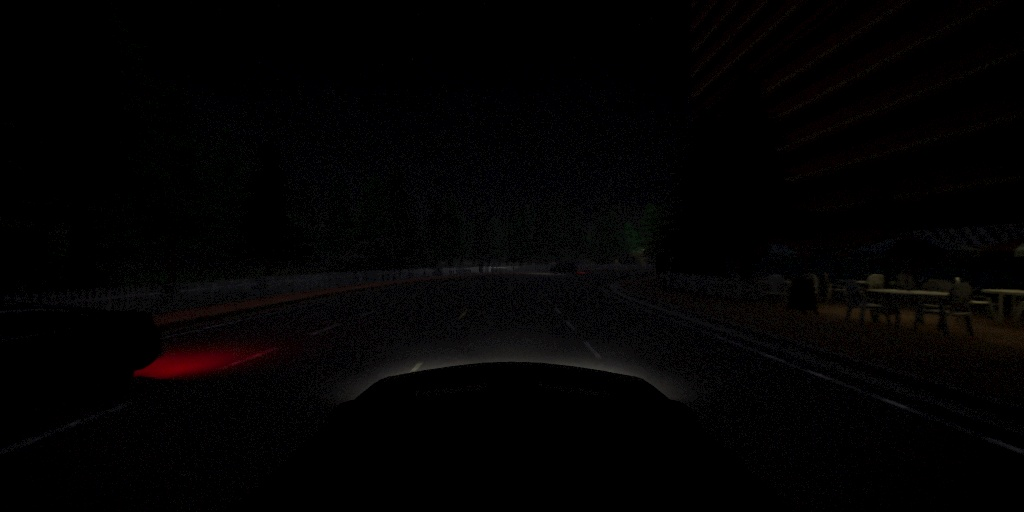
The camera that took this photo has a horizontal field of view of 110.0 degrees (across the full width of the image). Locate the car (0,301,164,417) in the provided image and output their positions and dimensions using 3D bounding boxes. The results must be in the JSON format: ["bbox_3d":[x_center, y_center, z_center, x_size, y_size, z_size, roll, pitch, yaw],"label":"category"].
[{"bbox_3d":[-6.632,1.315,3.714,2.128,1.511,4.902,0,0,2],"label":"car"}]

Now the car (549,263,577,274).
[{"bbox_3d":[7.221,1.700,50.405,1.837,1.490,4.892,-4,-3,45],"label":"car"}]
